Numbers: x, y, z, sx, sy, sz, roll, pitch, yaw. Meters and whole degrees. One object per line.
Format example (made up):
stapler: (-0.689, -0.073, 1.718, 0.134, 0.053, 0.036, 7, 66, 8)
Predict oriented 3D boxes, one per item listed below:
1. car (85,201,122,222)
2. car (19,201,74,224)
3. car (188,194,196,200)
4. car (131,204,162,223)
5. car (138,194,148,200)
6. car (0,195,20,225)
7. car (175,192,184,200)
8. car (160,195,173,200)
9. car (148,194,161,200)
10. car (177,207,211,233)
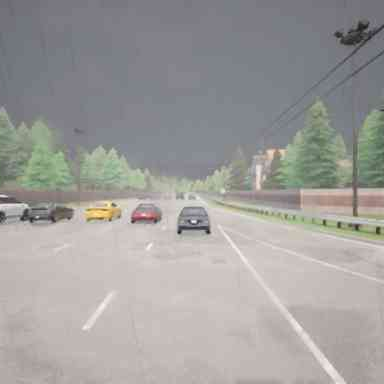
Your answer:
car: (-6.900, 1.485, 26.420, 1.882, 1.535, 5.008, 0, 0, 0)
car: (-10.400, 1.498, 24.814, 2.128, 1.511, 4.902, 0, 0, 0)
car: (0.000, 1.373, 94.450, 2.097, 1.767, 4.553, 0, 0, 0)
car: (-3.400, 1.571, 25.488, 1.994, 1.385, 4.181, 0, 0, 0)
car: (-14.000, 1.557, 94.063, 2.033, 1.411, 5.357, 0, 0, 0)
car: (-13.900, 1.228, 24.018, 2.150, 2.045, 5.566, 0, 0, 0)
car: (-3.500, 1.242, 94.093, 2.150, 2.045, 5.566, 0, 0, 0)
car: (-7.000, 1.543, 94.063, 2.128, 1.511, 4.902, 0, 0, 0)
car: (-10.500, 1.374, 94.450, 2.097, 1.767, 4.553, 0, 0, 0)
car: (0.100, 1.552, 19.451, 2.033, 1.411, 5.357, 0, 0, 0)
